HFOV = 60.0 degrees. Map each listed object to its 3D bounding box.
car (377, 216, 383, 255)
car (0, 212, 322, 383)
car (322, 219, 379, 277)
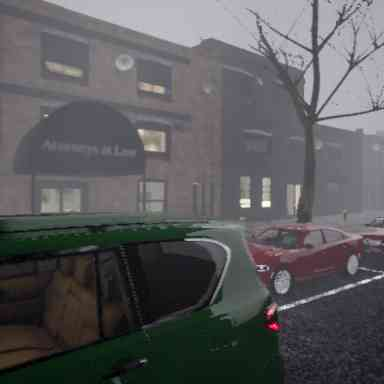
[{"bbox_3d":[7.224,1.482,11.742,4.206,1.307,1.802,-1,1,-35],"label":"car"},{"bbox_3d":[-1.807,1.226,2.084,5.566,2.045,2.150,0,0,-36],"label":"car"},{"bbox_3d":[2.610,1.489,8.491,4.507,1.381,1.887,-1,1,-35],"label":"car"}]
